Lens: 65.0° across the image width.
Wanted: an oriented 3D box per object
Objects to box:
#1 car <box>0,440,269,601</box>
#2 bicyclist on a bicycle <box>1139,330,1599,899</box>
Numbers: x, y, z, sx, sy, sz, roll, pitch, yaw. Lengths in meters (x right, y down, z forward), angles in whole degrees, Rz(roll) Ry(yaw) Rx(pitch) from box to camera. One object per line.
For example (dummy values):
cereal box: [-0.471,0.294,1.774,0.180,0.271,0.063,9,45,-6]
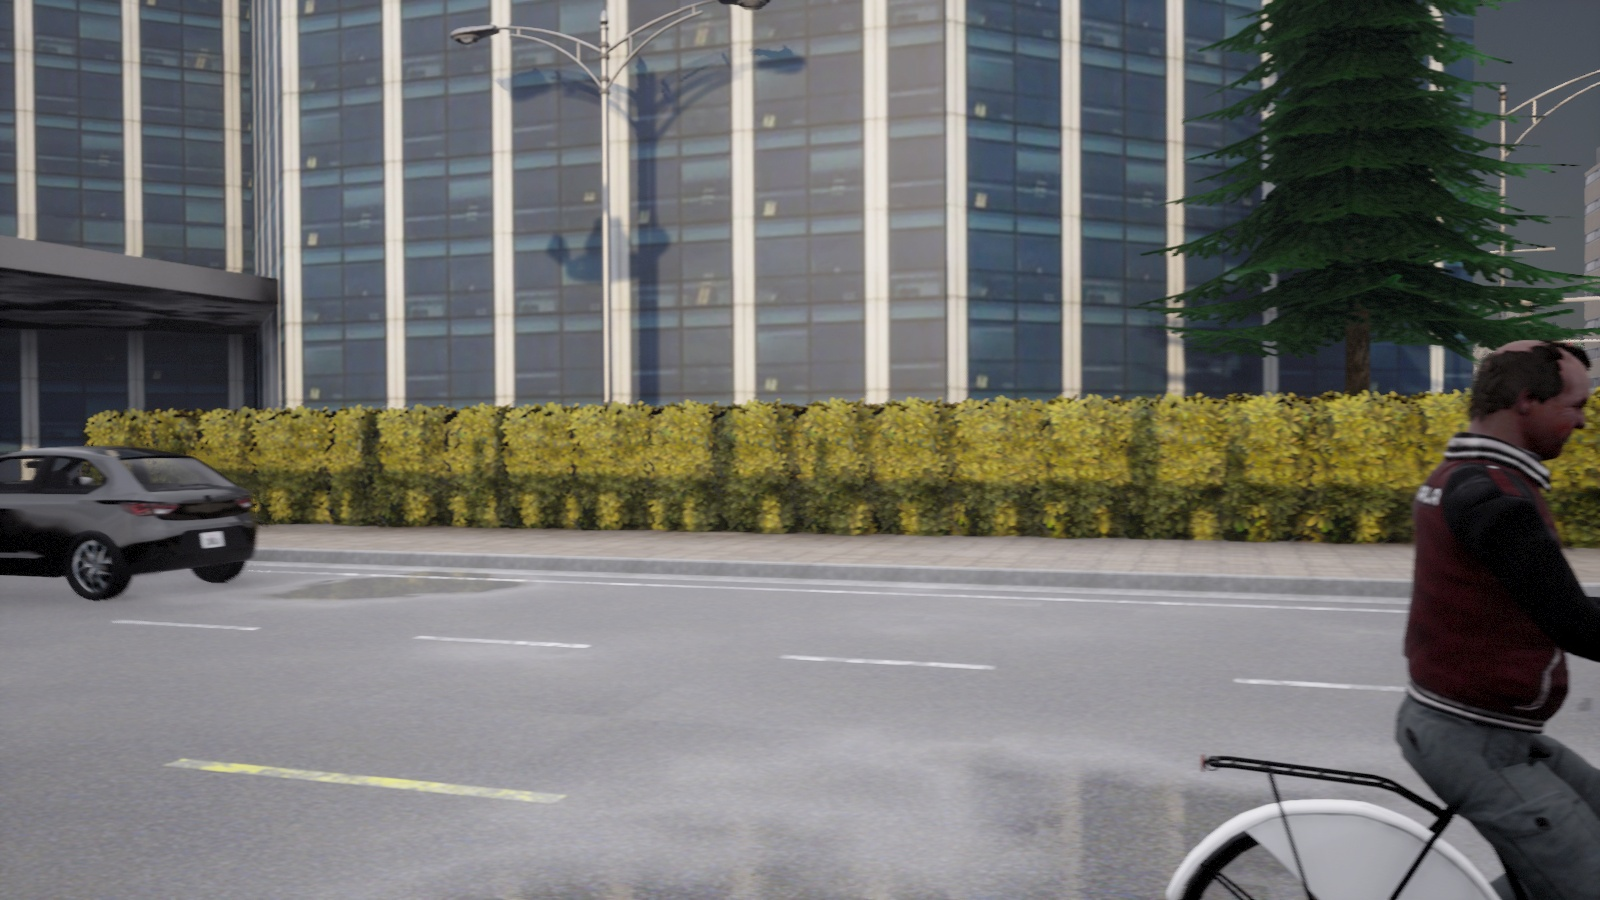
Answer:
car: [-7.952,0.647,13.216,4.193,1.474,1.816,0,1,18]
bicyclist on a bicycle: [1.683,0.660,2.632,1.843,1.776,0.659,0,1,18]
